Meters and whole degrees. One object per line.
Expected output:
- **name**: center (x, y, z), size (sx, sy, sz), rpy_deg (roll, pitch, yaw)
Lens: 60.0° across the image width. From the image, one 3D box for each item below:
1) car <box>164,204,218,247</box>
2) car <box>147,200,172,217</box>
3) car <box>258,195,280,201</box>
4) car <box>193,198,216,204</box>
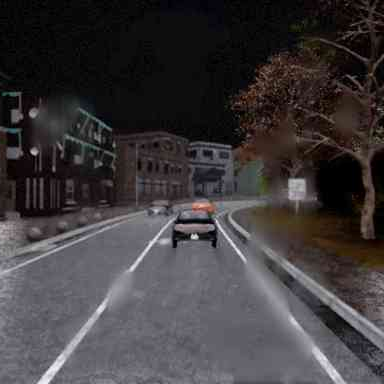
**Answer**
- **car**: center (0.109, 1.494, 15.024), size (2.128, 1.511, 4.902), rpy_deg (0, 0, 0)
- **car**: center (-2.896, 1.498, 31.405), size (2.128, 1.511, 4.902), rpy_deg (0, 0, 5)
- **car**: center (15.812, 1.230, 68.325), size (4.718, 1.301, 1.895), rpy_deg (-1, 0, -32)
- **car**: center (1.210, 1.351, 32.477), size (2.097, 1.767, 4.553), rpy_deg (0, 0, 8)
